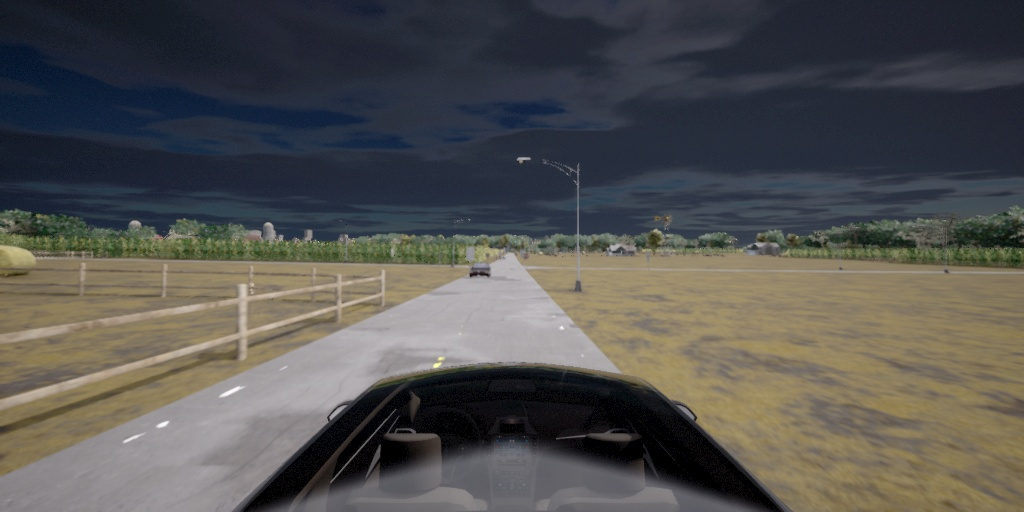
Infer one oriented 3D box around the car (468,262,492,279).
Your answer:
[{"bbox_3d":[-2.847,1.304,33.331,2.033,1.411,5.357,0,0,0],"label":"car"}]
